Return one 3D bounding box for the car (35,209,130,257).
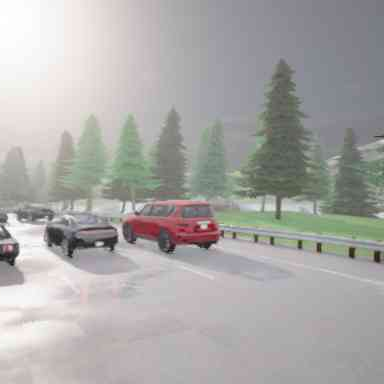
[{"bbox_3d":[-4.704,1.649,13.762,2.128,1.511,4.902,1,-1,-36],"label":"car"}]

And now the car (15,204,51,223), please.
[{"bbox_3d":[-13.846,1.816,29.222,4.892,1.490,1.837,0,-1,42],"label":"car"}]

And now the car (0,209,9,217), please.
[{"bbox_3d":[-16.500,1.829,26.905,4.181,1.385,1.994,0,-1,42],"label":"car"}]

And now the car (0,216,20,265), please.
[{"bbox_3d":[-7.278,1.712,11.370,1.895,1.301,4.718,1,-1,-36],"label":"car"}]

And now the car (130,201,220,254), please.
[{"bbox_3d":[-1.111,1.415,14.793,2.150,2.045,5.566,1,-1,-36],"label":"car"}]
